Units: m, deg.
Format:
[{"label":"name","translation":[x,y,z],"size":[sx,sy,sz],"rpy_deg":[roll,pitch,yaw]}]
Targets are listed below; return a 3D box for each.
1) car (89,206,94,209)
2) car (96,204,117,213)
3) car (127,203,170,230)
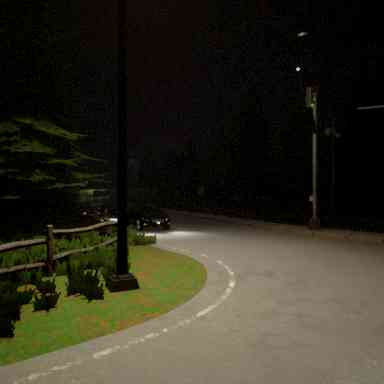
[{"label":"car","translation":[-11.224,1.499,39.098],"size":[1.812,1.442,4.674],"rpy_deg":[0,0,-24]},{"label":"car","translation":[-7.047,1.537,29.766],"size":[1.994,1.385,4.181],"rpy_deg":[0,0,-24]},{"label":"car","translation":[-2.892,1.478,20.722],"size":[1.837,1.490,4.892],"rpy_deg":[0,0,-25]}]
